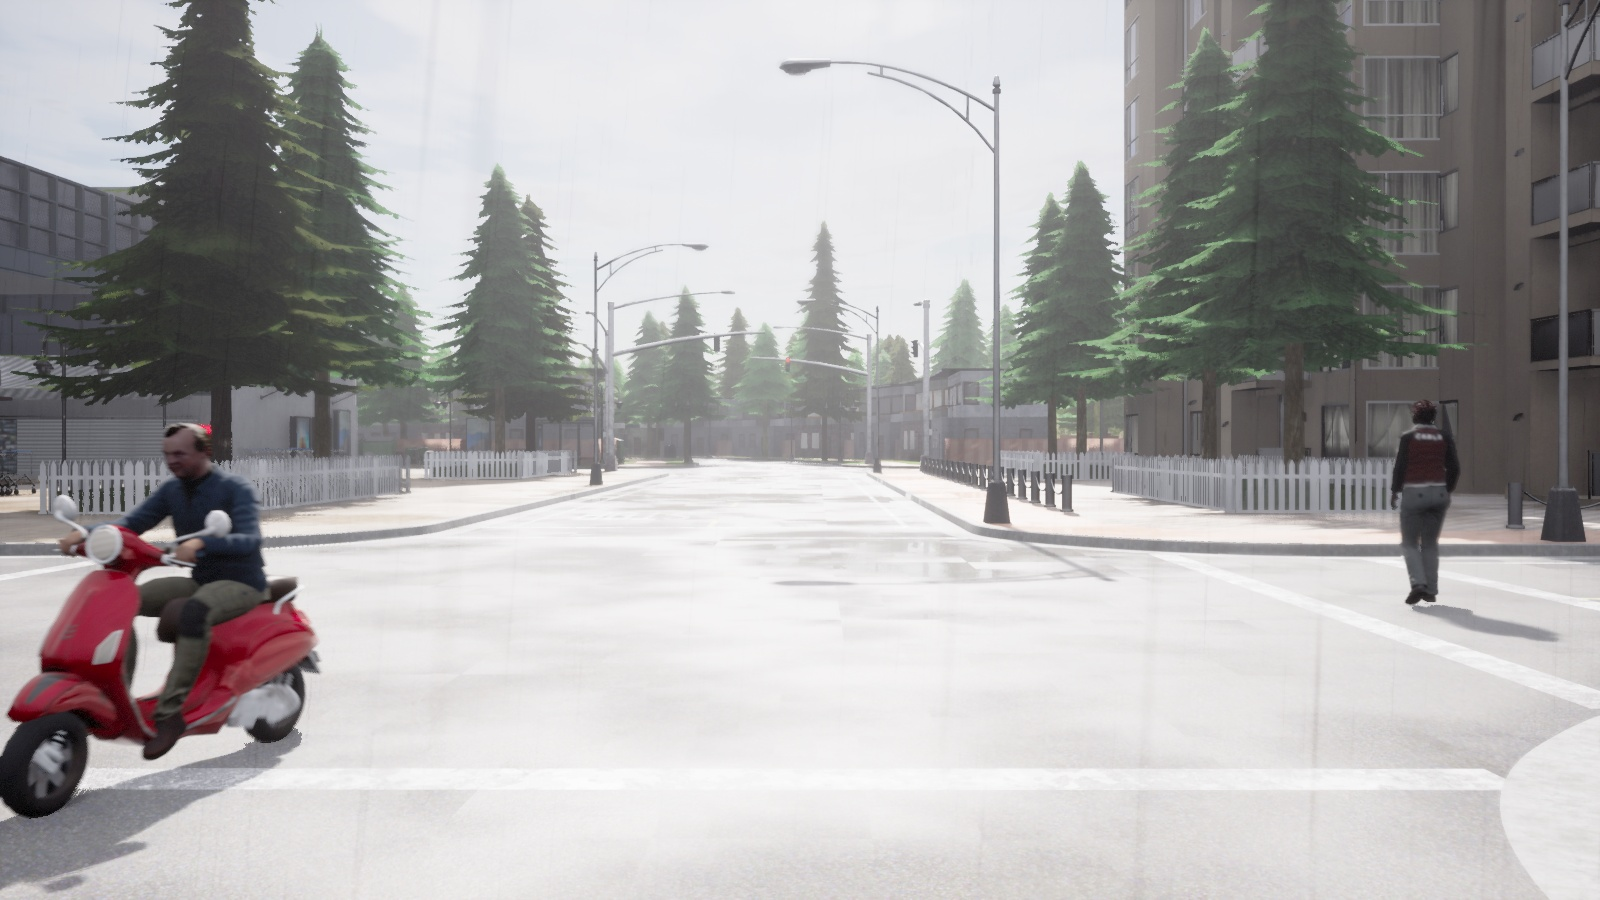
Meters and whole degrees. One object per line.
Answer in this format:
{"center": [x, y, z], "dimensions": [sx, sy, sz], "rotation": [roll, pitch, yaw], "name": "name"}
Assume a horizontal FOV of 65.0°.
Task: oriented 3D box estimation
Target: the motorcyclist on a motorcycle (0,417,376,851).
{"center": [-2.845, 0.666, 5.618], "dimensions": [0.866, 1.590, 1.817], "rotation": [2, 1, 17], "name": "motorcyclist on a motorcycle"}

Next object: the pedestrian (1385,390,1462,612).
{"center": [5.589, 0.443, 11.280], "dimensions": [0.402, 1.930, 0.666], "rotation": [0, 0, 5], "name": "pedestrian"}
